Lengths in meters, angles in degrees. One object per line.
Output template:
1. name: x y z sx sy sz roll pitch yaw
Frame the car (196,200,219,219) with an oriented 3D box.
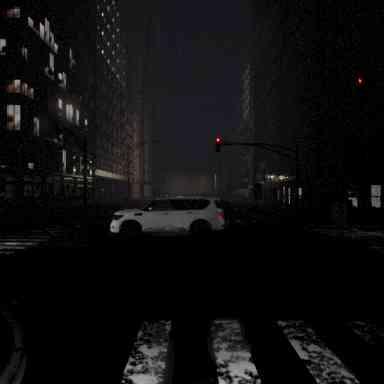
1. car: 1.312 1.544 30.492 1.812 1.442 4.674 0 0 -1

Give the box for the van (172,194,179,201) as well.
1. van: -4.210 1.315 86.004 1.690 1.788 3.998 0 0 0

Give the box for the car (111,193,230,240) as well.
1. car: -1.158 1.233 16.620 5.566 2.045 2.150 0 0 -3

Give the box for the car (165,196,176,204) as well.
1. car: -4.111 1.564 63.894 1.947 1.339 4.313 0 0 0

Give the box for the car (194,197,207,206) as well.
1. car: 1.340 1.552 55.995 2.033 1.411 5.357 0 0 0

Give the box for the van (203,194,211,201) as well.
1. van: 3.695 1.321 80.512 1.690 1.788 3.998 0 0 0

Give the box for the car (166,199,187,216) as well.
1. car: -1.507 1.494 33.319 1.882 1.535 5.008 0 0 0

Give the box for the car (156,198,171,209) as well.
1. car: -4.037 1.593 47.311 1.802 1.307 4.206 0 0 0

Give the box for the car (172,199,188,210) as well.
1. car: -1.542 1.613 43.447 1.895 1.301 4.718 0 0 0

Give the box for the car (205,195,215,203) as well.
1. car: 3.744 1.432 69.457 1.967 1.590 4.097 0 0 0

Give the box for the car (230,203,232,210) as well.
1. car: 3.917 1.579 41.820 1.947 1.339 4.313 0 0 0

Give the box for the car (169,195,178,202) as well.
1. car: -4.160 1.426 74.949 1.967 1.590 4.097 0 0 0

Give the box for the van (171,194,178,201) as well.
1. van: -4.185 1.321 80.477 1.690 1.788 3.998 0 0 0

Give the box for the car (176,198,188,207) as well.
1. car: -1.589 1.607 53.494 1.895 1.301 4.718 0 0 0

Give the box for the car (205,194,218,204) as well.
1. car: 3.769 1.313 63.929 2.192 1.841 5.009 0 0 0
